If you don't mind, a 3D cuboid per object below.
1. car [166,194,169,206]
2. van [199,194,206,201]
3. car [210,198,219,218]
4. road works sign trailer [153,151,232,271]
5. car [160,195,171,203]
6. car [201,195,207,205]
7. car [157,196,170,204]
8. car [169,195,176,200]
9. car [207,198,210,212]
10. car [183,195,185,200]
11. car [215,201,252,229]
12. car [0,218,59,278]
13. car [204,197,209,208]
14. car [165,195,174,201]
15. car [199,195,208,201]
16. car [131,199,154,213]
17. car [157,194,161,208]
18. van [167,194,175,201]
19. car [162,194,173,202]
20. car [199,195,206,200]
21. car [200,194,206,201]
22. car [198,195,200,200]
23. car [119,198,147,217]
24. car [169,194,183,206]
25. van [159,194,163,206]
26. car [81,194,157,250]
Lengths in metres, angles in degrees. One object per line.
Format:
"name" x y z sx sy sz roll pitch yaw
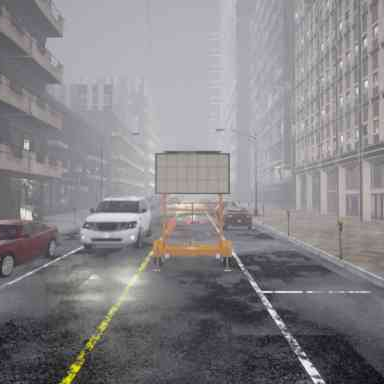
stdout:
"car" -5.583 1.325 54.598 2.192 1.841 5.009 1 0 0
"van" 2.852 1.350 87.952 1.690 1.788 3.998 1 0 0
"car" 2.749 1.448 26.923 1.967 1.590 4.097 1 0 0
"road works sign trailer" 0.016 0.468 10.857 2.380 3.560 2.880 0 0 0
"car" -5.557 1.450 71.238 1.967 1.590 4.097 1 0 0
"car" 2.784 1.560 49.116 2.008 1.369 4.403 1 0 0
"car" -5.569 1.561 65.691 2.008 1.369 4.403 1 0 0
"car" -5.490 1.533 93.255 1.752 1.417 4.829 1 0 0
"car" 2.757 1.553 32.472 1.887 1.381 4.507 1 0 0
"car" -2.854 1.534 89.589 1.812 1.442 4.674 0 0 0
"car" 2.738 1.551 21.376 1.887 1.381 4.507 1 0 0
"car" -5.660 1.548 10.224 1.887 1.381 4.507 1 0 0
"car" 2.766 1.554 38.020 1.887 1.381 4.507 1 0 0
"car" -5.551 1.535 82.161 1.752 1.417 4.829 1 0 0
"car" 2.841 1.449 82.404 1.967 1.590 4.097 1 0 0
"car" -5.614 1.554 37.958 1.887 1.381 4.507 1 0 0
"car" -5.603 1.449 43.505 1.967 1.590 4.097 1 0 0
"van" -5.503 1.350 87.879 1.690 1.788 3.998 1 0 0
"car" -5.549 1.325 76.785 2.192 1.841 5.009 1 0 0
"car" 2.857 1.573 93.500 1.947 1.339 4.313 1 0 0
"car" 2.803 1.535 60.381 1.752 1.417 4.829 1 0 0
"car" 2.820 1.592 71.308 1.802 1.307 4.206 1 0 0
"car" -5.622 1.449 32.410 1.967 1.590 4.097 1 0 0
"car" -2.996 1.535 56.201 1.812 1.442 4.674 0 0 0
"van" -5.592 1.350 49.052 1.690 1.788 3.998 1 0 0
"car" -3.077 1.226 14.727 2.150 2.045 5.566 0 0 0
